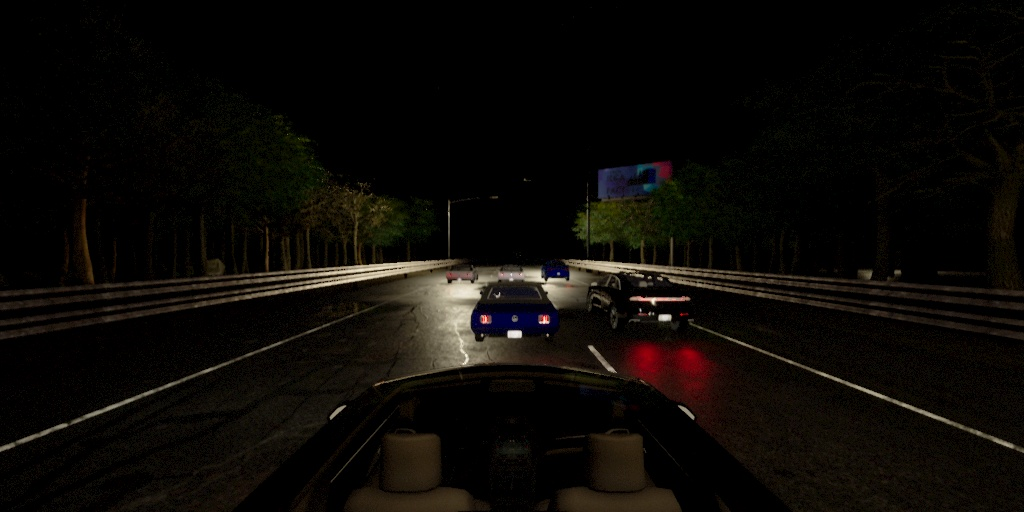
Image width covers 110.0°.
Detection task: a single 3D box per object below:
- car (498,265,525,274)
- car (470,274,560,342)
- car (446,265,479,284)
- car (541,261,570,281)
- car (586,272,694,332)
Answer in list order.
[{"bbox_3d":[-0.047,1.304,26.503,1.895,1.301,4.718,0,0,0],"label":"car"},{"bbox_3d":[0.052,1.336,9.664,1.895,1.301,4.718,0,0,0],"label":"car"},{"bbox_3d":[-3.548,1.304,26.434,1.895,1.301,4.718,0,0,0],"label":"car"},{"bbox_3d":[3.438,1.176,29.094,1.882,1.535,5.008,0,0,-1],"label":"car"},{"bbox_3d":[3.548,1.224,10.787,2.128,1.511,4.902,0,0,0],"label":"car"}]
